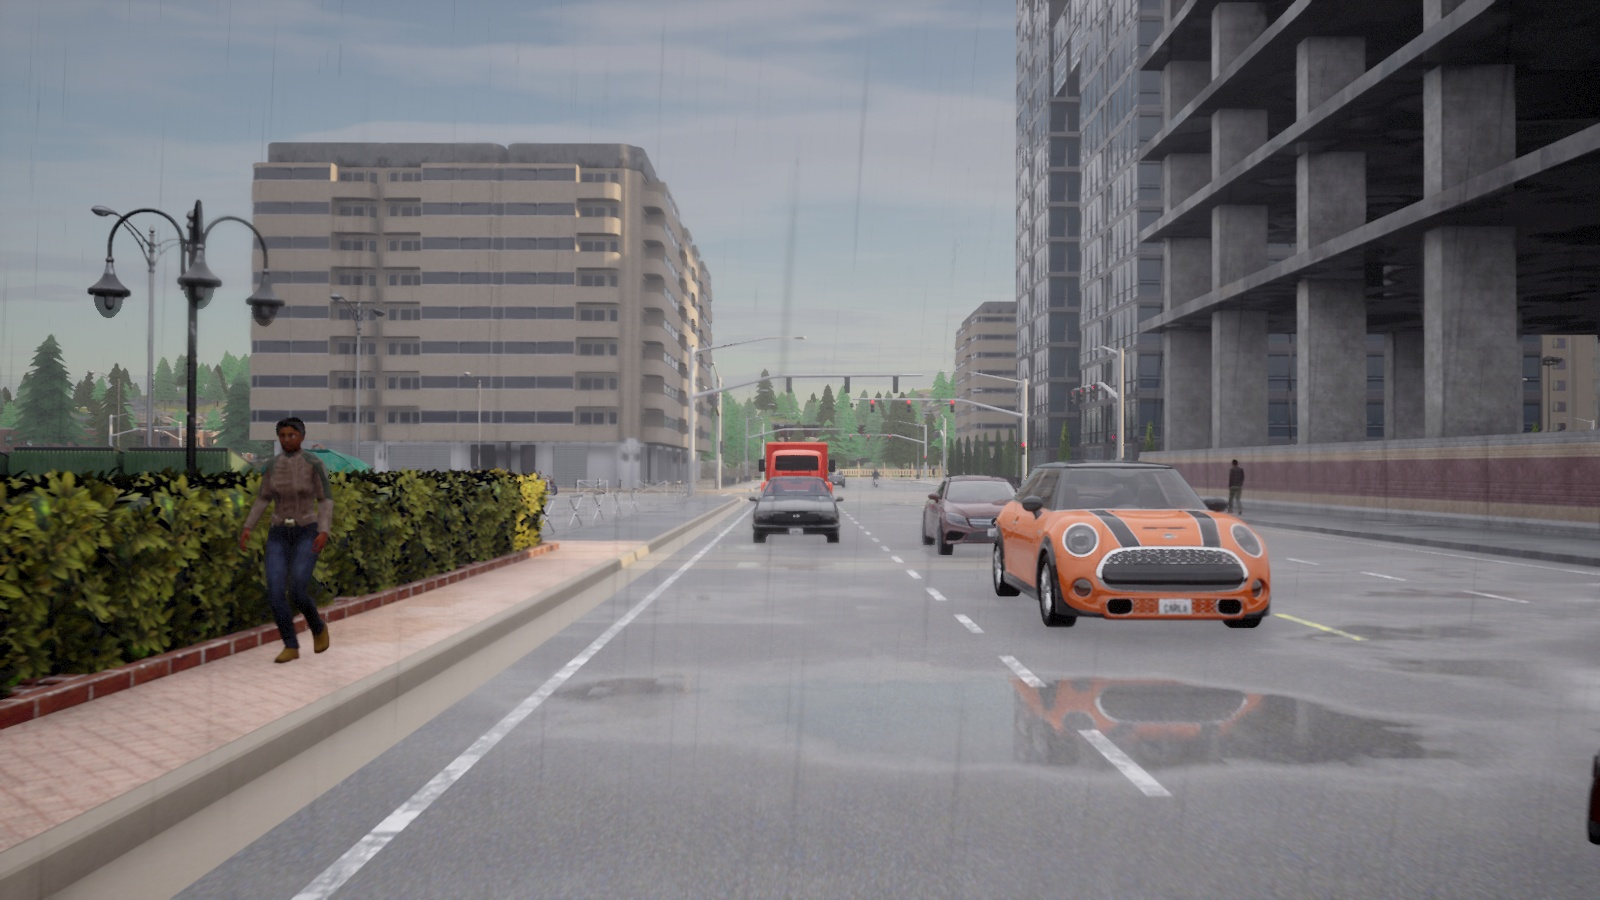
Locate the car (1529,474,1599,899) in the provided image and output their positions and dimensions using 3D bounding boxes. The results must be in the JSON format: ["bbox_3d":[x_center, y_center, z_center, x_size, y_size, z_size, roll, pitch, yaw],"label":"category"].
[{"bbox_3d":[3.493,0.819,2.595,1.789,1.549,3.705,0,-1,0],"label":"car"}]

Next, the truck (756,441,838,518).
[{"bbox_3d":[-0.104,0.976,42.738,2.627,2.467,5.204,0,-1,0],"label":"truck"}]

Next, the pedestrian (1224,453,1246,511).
[{"bbox_3d":[13.870,1.020,40.082,0.431,1.840,0.703,0,-1,-2],"label":"pedestrian"}]

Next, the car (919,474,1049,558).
[{"bbox_3d":[3.442,1.194,24.291,1.812,1.442,4.674,0,-1,0],"label":"car"}]

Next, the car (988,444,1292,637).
[{"bbox_3d":[3.466,0.867,13.826,2.097,1.767,4.553,0,-1,0],"label":"car"}]

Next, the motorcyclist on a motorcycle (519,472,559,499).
[{"bbox_3d":[-15.265,2.082,73.521,2.191,1.530,0.866,0,-1,0],"label":"motorcyclist on a motorcycle"}]

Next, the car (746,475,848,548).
[{"bbox_3d":[-0.067,1.283,27.803,2.033,1.411,5.357,0,-1,0],"label":"car"}]

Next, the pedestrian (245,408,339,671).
[{"bbox_3d":[-3.653,0.619,9.075,0.328,1.805,0.869,0,-1,0],"label":"pedestrian"}]
